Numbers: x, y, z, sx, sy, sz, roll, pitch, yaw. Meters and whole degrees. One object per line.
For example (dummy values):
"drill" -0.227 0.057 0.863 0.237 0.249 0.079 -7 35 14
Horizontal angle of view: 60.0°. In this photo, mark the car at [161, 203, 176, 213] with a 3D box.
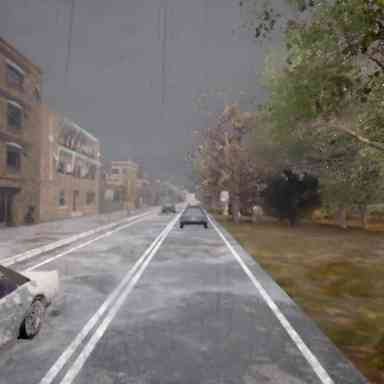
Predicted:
"car" -3.229 2.248 46.766 2.033 1.411 5.357 0 -1 1

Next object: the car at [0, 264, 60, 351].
"car" -3.350 1.624 3.850 1.895 1.301 4.718 0 0 0

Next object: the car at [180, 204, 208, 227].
"car" 0.122 1.815 24.660 1.994 1.385 4.181 0 -1 0
